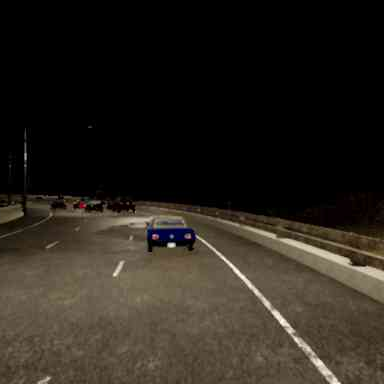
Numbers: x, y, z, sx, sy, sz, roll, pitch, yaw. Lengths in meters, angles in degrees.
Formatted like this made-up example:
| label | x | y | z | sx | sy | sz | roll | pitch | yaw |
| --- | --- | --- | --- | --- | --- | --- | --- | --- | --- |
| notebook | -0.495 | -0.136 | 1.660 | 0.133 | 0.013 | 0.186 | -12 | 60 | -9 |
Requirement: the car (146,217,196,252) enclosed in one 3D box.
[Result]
| label | x | y | z | sx | sy | sz | roll | pitch | yaw |
| --- | --- | --- | --- | --- | --- | --- | --- | --- | --- |
| car | -1.076 | 1.738 | 14.764 | 1.895 | 1.301 | 4.718 | 0 | -1 | -8 |

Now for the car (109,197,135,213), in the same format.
| label | x | y | z | sx | sy | sz | roll | pitch | yaw |
| --- | --- | --- | --- | --- | --- | --- | --- | --- | --- |
| car | -8.981 | 1.639 | 43.602 | 2.150 | 2.045 | 5.566 | 0 | -2 | -24 |

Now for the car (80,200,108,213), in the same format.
| label | x | y | z | sx | sy | sz | roll | pitch | yaw |
| --- | --- | --- | --- | --- | --- | --- | --- | --- | --- |
| car | -13.137 | 1.945 | 44.547 | 2.128 | 1.511 | 4.902 | 0 | -1 | -26 |

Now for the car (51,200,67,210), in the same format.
| label | x | y | z | sx | sy | sz | roll | pitch | yaw |
| --- | --- | --- | --- | --- | --- | --- | --- | --- | --- |
| car | -20.774 | 2.045 | 51.945 | 2.128 | 1.511 | 4.902 | 0 | -1 | -32 |

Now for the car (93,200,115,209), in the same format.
| label | x | y | z | sx | sy | sz | roll | pitch | yaw |
| --- | --- | --- | --- | --- | --- | --- | --- | --- | --- |
| car | -14.780 | 2.048 | 55.570 | 2.128 | 1.511 | 4.902 | 0 | -1 | -32 |

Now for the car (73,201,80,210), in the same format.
| label | x | y | z | sx | sy | sz | roll | pitch | yaw |
| --- | --- | --- | --- | --- | --- | --- | --- | --- | --- |
| car | -17.837 | 2.121 | 53.867 | 1.994 | 1.385 | 4.181 | 0 | -1 | -32 |
